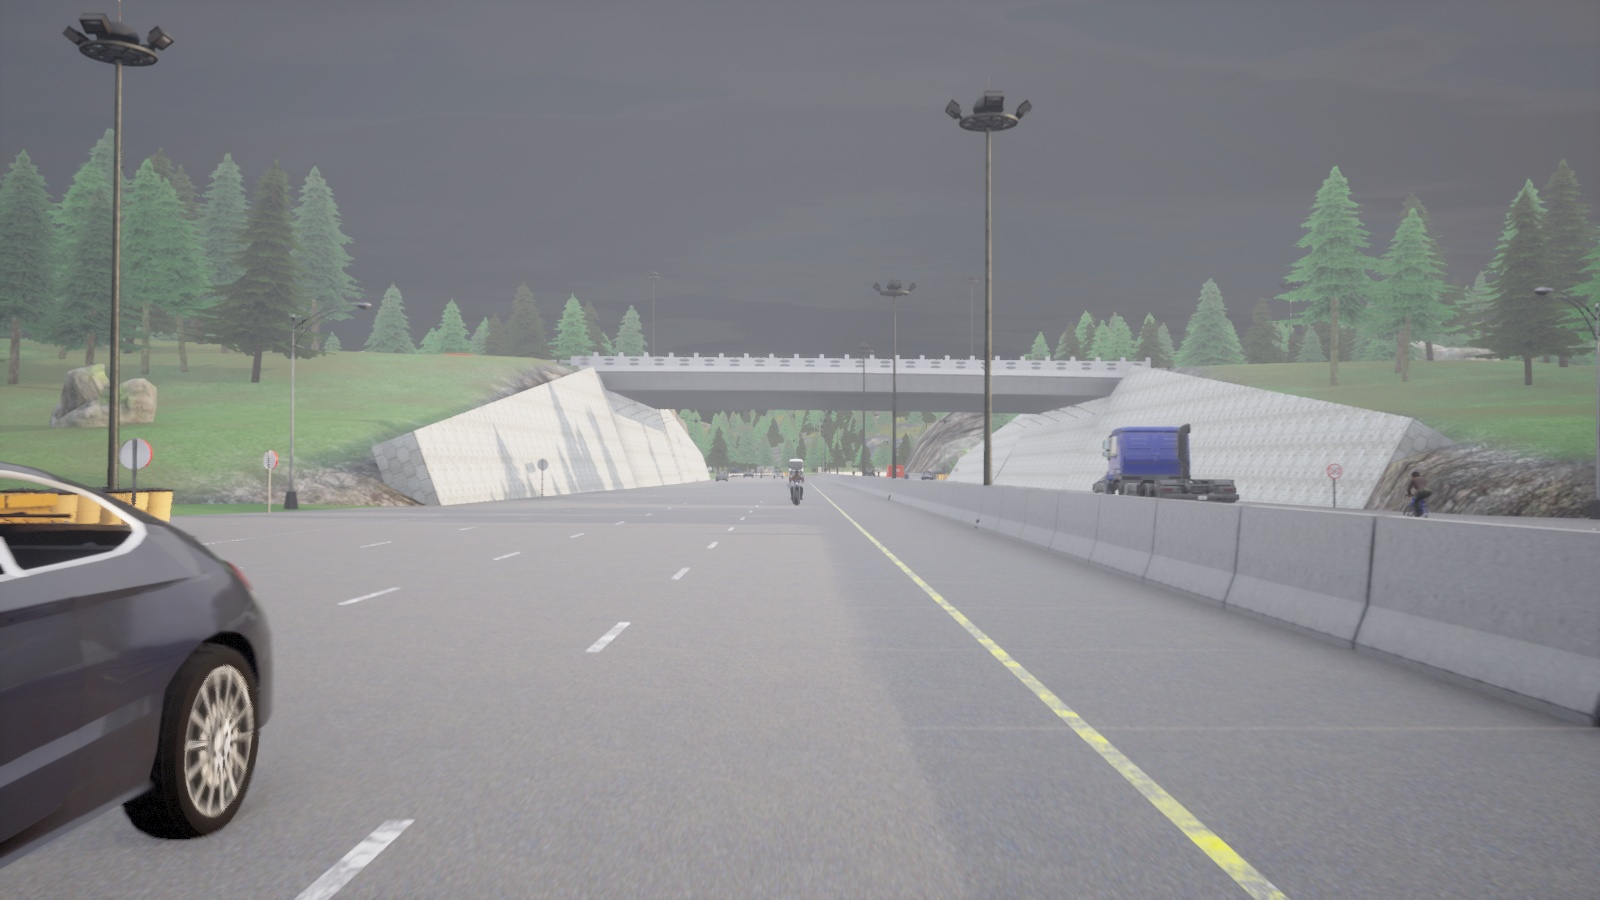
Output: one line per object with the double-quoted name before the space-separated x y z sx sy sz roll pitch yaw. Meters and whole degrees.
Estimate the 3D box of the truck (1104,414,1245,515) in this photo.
"truck" 13.882 0.570 47.337 2.891 3.462 7.936 0 -1 0

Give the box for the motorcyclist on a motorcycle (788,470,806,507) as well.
"motorcyclist on a motorcycle" -0.138 1.724 57.227 0.766 1.649 2.350 0 -1 0

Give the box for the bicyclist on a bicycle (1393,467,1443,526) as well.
"bicyclist on a bicycle" 17.414 1.291 35.410 0.582 1.620 1.656 0 -1 0

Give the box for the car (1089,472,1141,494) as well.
"car" 20.800 2.172 83.136 2.033 1.411 5.357 0 -1 0

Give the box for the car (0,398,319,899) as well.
"car" -3.510 0.672 3.856 2.152 1.651 5.027 0 -1 0
